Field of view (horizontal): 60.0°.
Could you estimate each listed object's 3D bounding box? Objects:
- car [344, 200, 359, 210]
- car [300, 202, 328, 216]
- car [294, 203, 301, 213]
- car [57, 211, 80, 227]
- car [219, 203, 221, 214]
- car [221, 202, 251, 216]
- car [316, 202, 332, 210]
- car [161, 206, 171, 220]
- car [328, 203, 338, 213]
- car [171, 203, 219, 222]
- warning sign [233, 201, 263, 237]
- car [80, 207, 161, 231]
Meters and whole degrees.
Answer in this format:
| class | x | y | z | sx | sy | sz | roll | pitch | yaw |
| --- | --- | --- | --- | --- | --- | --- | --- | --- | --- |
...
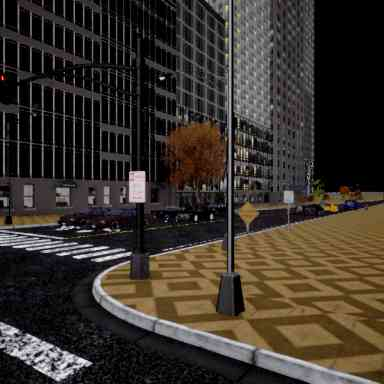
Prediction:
| class | x | y | z | sx | sy | sz | roll | pitch | yaw |
| --- | --- | --- | --- | --- | --- | --- | --- | --- | --- |
| car | 31.486 | 2.537 | 65.760 | 2.150 | 2.045 | 5.566 | 0 | -1 | 33 |
| car | 16.294 | 2.354 | 44.203 | 1.837 | 1.490 | 4.892 | 0 | -1 | 33 |
| car | 17.333 | 2.456 | 51.715 | 2.128 | 1.511 | 4.902 | 0 | -1 | 33 |
| car | -7.526 | 1.873 | 25.506 | 2.033 | 1.411 | 5.357 | 0 | -1 | 33 |
| car | 3.068 | 2.167 | 41.924 | 2.128 | 1.511 | 4.902 | 0 | -1 | 33 |
| car | 5.872 | 2.034 | 40.275 | 2.097 | 1.767 | 4.553 | 0 | -1 | 33 |
| car | 25.762 | 2.728 | 64.794 | 2.128 | 1.511 | 4.902 | 0 | -1 | 33 |
| car | -2.330 | 2.098 | 33.567 | 1.895 | 1.301 | 4.718 | 0 | -1 | 33 |
| car | 21.890 | 2.510 | 52.969 | 1.882 | 1.535 | 5.008 | 0 | -1 | 33 |
| car | 0.404 | 2.006 | 31.810 | 1.837 | 1.490 | 4.892 | 0 | -1 | 33 |
| warning sign | 3.122 | 1.454 | 18.553 | 1.300 | 1.860 | 1.060 | 1 | 1 | 33 |
| car | -4.874 | 1.874 | 23.623 | 2.033 | 1.411 | 5.357 | 0 | -1 | 33 |
